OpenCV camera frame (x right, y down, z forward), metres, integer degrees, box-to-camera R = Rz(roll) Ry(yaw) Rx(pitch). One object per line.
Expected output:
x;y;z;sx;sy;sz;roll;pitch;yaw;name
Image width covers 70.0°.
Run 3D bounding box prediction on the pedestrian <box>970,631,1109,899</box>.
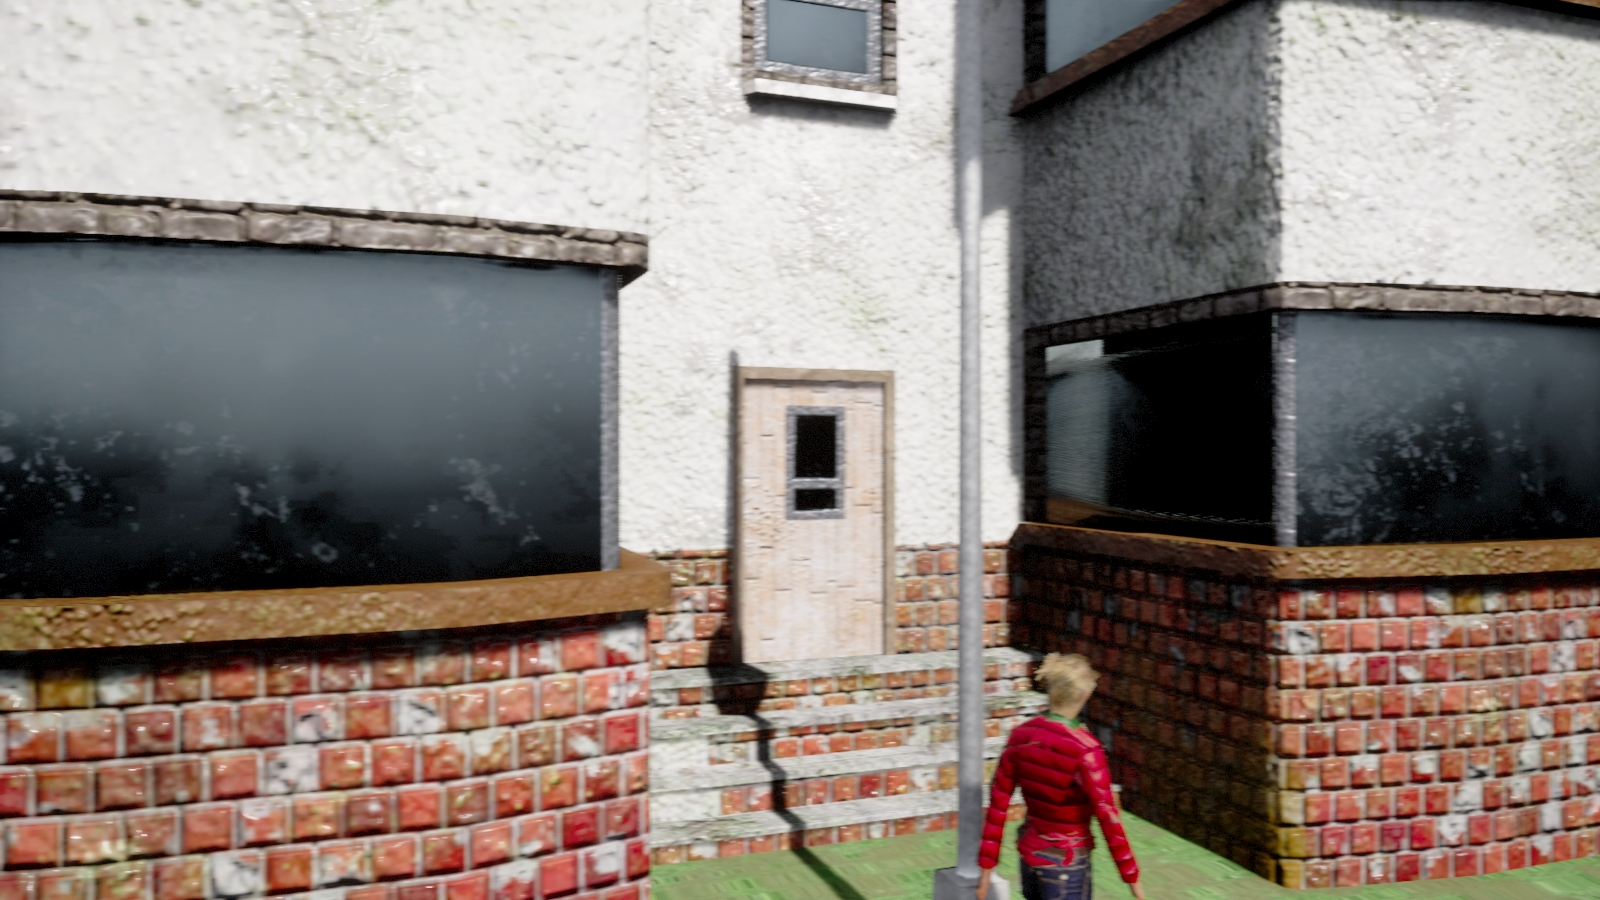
0.931;1.675;4.449;0.375;1.860;0.375;0;0;-38;pedestrian
